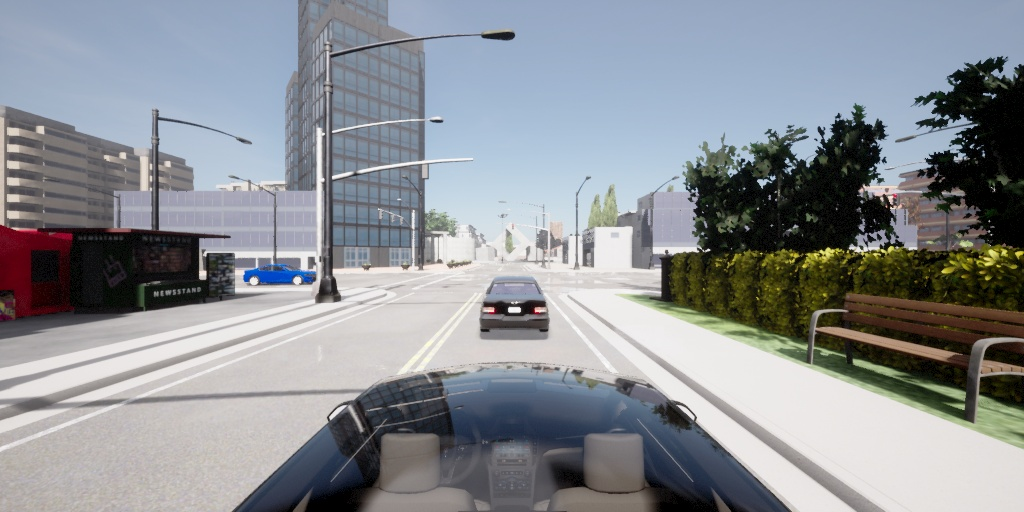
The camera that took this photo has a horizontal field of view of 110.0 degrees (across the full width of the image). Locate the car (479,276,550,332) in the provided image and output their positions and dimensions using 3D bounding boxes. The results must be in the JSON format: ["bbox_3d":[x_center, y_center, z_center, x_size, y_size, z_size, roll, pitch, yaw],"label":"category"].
[{"bbox_3d":[0.069,1.297,10.829,2.033,1.411,5.357,0,0,0],"label":"car"}]

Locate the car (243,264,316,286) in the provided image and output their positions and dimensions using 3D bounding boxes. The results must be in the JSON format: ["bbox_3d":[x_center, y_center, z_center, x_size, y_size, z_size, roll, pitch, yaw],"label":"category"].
[{"bbox_3d":[-16.778,1.336,26.238,5.008,1.535,1.882,-1,0,0],"label":"car"}]
